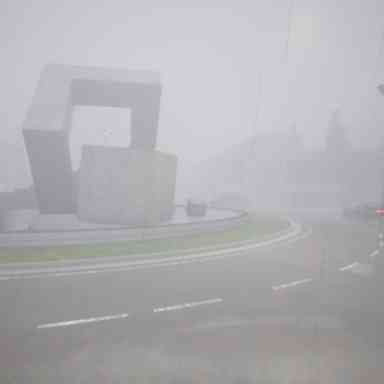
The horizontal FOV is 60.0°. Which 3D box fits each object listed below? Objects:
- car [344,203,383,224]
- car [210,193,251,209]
[{"bbox_3d":[13.236,1.542,25.238,2.128,1.511,4.902,1,0,4],"label":"car"},{"bbox_3d":[4.929,1.161,43.134,5.566,2.045,2.150,1,0,42],"label":"car"}]
